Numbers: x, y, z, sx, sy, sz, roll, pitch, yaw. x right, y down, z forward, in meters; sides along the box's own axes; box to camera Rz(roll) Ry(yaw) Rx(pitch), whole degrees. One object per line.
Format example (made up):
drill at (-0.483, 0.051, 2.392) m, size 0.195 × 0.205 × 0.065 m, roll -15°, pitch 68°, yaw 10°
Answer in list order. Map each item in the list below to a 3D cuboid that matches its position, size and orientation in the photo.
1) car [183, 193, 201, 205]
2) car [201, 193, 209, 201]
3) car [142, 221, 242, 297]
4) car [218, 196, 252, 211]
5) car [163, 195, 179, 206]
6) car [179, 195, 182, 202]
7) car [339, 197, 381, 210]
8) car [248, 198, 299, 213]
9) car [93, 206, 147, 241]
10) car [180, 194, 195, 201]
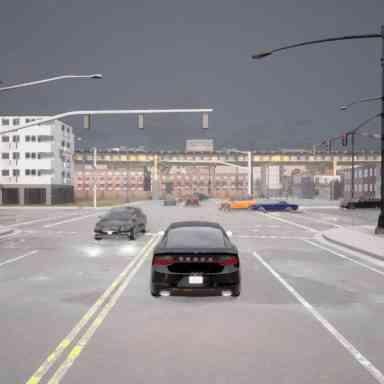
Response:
car at (0.070, 1.352, 57.166) m, size 2.097 × 1.767 × 4.553 m, roll 0°, pitch 0°, yaw 0°
car at (2.282, 1.225, 82.873) m, size 2.150 × 2.045 × 5.566 m, roll 0°, pitch 0°, yaw 27°
car at (0.082, 1.478, 8.636) m, size 1.882 × 1.535 × 5.008 m, roll 0°, pitch 0°, yaw 0°
car at (5.310, 1.303, 39.294) m, size 4.553 × 1.767 × 2.097 m, roll 0°, pitch 0°, yaw 3°
car at (-3.569, 1.505, 54.848) m, size 1.837 × 1.490 × 4.892 m, roll 0°, pitch 0°, yaw 0°
car at (-3.545, 1.478, 64.061) m, size 1.882 × 1.535 × 5.008 m, roll 0°, pitch 0°, yaw 1°
car at (19.835, 1.331, 38.916) m, size 4.902 × 1.511 × 2.128 m, roll -1°, pitch 0°, yaw 1°
car at (8.800, 1.547, 35.659) m, size 4.718 × 1.301 × 1.895 m, roll 0°, pitch 0°, yaw 2°
car at (-3.459, 1.505, 16.773) m, size 1.837 × 1.490 × 4.892 m, roll 0°, pitch 0°, yaw 2°
car at (-1.081, 1.355, 83.959) m, size 2.097 × 1.767 × 4.553 m, roll 0°, pitch 0°, yaw 23°
